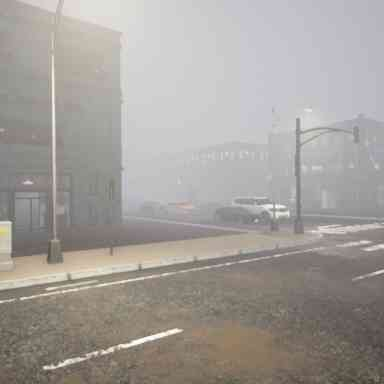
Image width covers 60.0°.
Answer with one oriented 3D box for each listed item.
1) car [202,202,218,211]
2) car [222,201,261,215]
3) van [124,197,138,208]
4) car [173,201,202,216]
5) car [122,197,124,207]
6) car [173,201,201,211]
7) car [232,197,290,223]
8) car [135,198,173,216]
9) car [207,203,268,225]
[{"bbox_3d":[2.440,1.895,42.838,1.802,1.307,4.206,-2,0,-35],"label":"car"},{"bbox_3d":[5.645,1.801,38.325,2.008,1.369,4.403,-2,0,-35],"label":"car"},{"bbox_3d":[-10.390,1.898,60.885,1.690,1.788,3.998,-1,0,-35],"label":"van"},{"bbox_3d":[-1.397,1.834,38.256,1.882,1.535,5.008,-1,0,-35],"label":"car"},{"bbox_3d":[-13.597,1.931,65.397,2.192,1.841,5.009,-1,0,-35],"label":"car"},{"bbox_3d":[-0.766,1.957,47.349,1.802,1.307,4.206,-2,0,-35],"label":"car"},{"bbox_3d":[5.610,1.439,28.386,2.150,2.045,5.566,-1,0,-35],"label":"car"},{"bbox_3d":[-4.394,1.840,37.981,1.967,1.590,4.097,-2,0,-35],"label":"car"},{"bbox_3d":[3.548,1.808,26.599,1.947,1.339,4.313,-2,0,-35],"label":"car"}]
